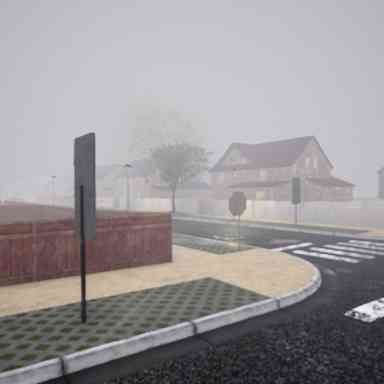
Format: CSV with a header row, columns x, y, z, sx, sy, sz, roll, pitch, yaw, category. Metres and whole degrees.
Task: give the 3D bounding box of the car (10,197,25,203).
x,y,z,sx,sy,sz,roll,pitch,yaw,category
-41.008,1.972,78.797,1.994,1.385,4.181,-1,0,-37,car
